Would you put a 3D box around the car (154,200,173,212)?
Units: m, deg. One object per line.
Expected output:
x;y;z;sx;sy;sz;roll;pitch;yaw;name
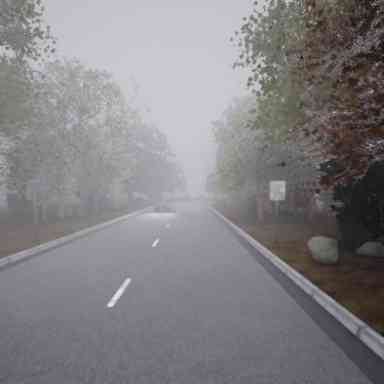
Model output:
-3.332;1.624;38.925;1.895;1.301;4.718;0;0;0;car
